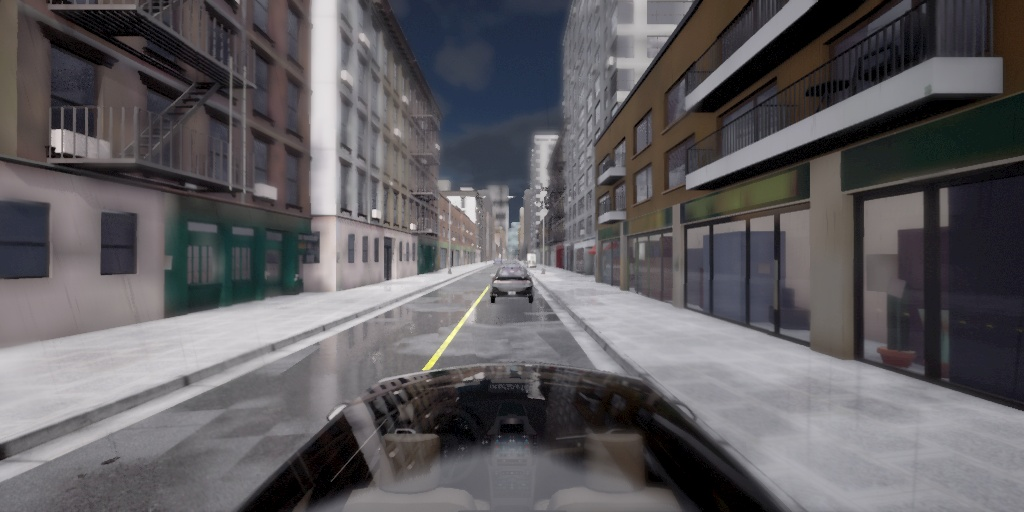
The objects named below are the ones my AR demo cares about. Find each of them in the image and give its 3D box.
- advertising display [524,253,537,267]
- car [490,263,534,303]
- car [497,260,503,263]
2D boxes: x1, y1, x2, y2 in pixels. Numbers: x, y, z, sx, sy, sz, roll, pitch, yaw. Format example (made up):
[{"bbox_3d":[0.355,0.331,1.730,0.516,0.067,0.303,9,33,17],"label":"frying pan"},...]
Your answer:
[{"bbox_3d":[3.135,0.766,57.265,1.540,2.440,0.280,0,0,0],"label":"advertising display"},{"bbox_3d":[0.000,1.235,16.499,2.128,1.511,4.902,0,0,0],"label":"car"},{"bbox_3d":[0.000,1.294,31.500,2.033,1.411,5.357,0,0,0],"label":"car"}]
